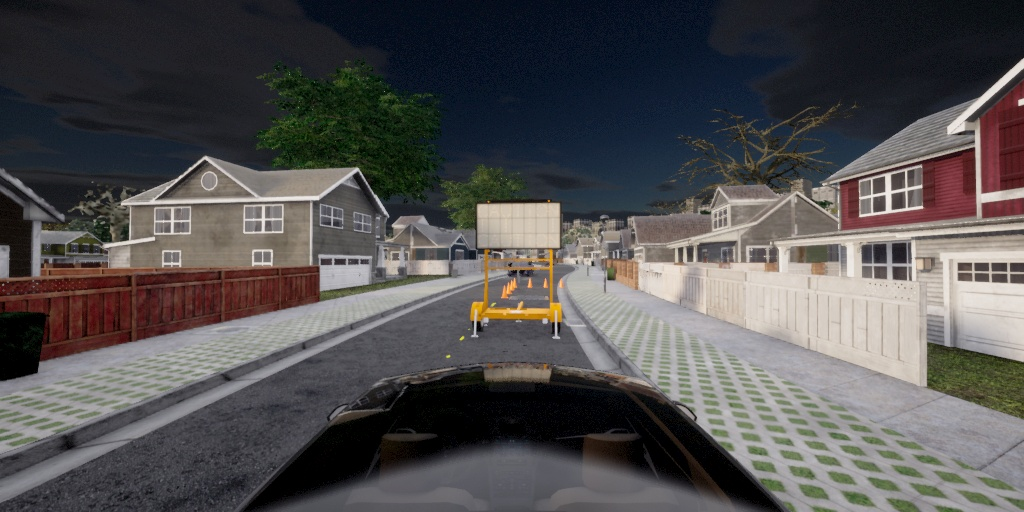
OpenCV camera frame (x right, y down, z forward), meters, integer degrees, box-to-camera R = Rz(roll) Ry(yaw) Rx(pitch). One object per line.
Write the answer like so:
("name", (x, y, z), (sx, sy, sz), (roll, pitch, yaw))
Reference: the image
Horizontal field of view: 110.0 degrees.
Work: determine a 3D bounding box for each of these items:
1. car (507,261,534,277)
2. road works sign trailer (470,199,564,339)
("car", (0.940, 1.162, 35.924), (2.097, 1.767, 4.553), (0, 0, 12))
("road works sign trailer", (0.196, 0.220, 10.165), (2.380, 3.560, 2.880), (0, 0, 5))
